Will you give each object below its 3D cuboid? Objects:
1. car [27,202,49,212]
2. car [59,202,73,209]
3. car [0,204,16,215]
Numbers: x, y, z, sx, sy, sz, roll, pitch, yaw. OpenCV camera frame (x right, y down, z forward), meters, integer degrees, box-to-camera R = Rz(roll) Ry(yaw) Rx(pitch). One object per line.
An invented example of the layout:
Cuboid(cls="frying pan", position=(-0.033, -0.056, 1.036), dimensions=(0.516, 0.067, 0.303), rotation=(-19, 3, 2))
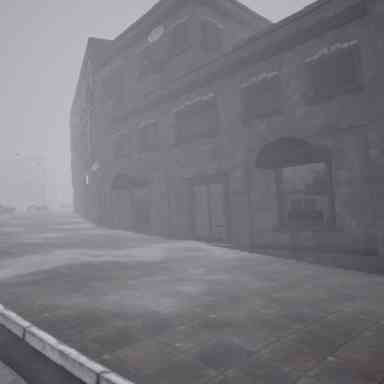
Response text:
Cuboid(cls="car", position=(-23.976, 2.274, 51.748), dimensions=(1.812, 1.442, 4.674), rotation=(-3, -1, -2))
Cuboid(cls="car", position=(-28.403, 3.095, 75.415), dimensions=(2.033, 1.411, 5.357), rotation=(-3, -1, -2))
Cuboid(cls="car", position=(-23.205, 2.148, 40.317), dimensions=(1.895, 1.301, 4.718), rotation=(-3, -1, -4))
